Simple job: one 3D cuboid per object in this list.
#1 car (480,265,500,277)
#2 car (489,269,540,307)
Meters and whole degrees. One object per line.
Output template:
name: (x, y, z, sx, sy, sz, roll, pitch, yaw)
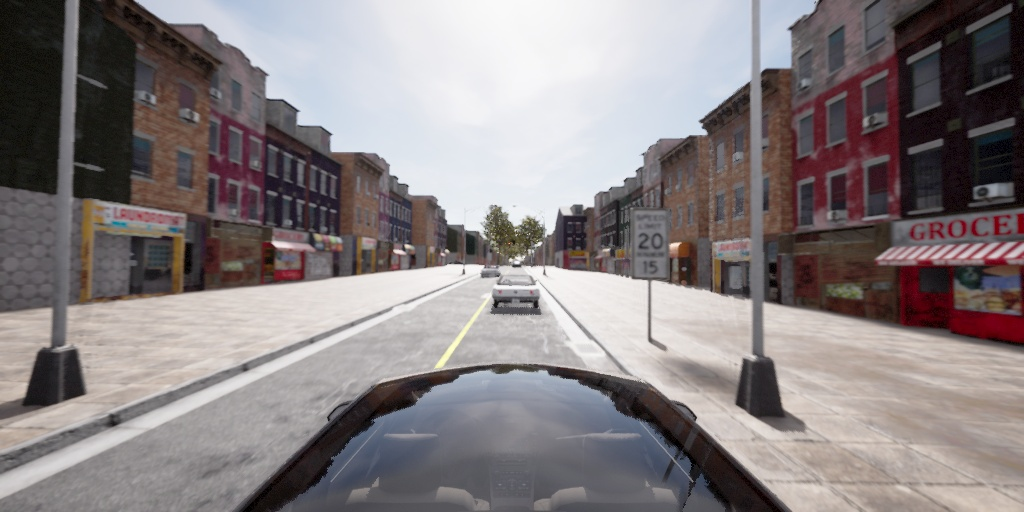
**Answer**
car: (-2.249, 1.584, 38.081, 1.895, 1.301, 4.718, 1, 0, 1)
car: (0.182, 1.444, 15.989, 1.895, 1.301, 4.718, 1, 0, 1)
